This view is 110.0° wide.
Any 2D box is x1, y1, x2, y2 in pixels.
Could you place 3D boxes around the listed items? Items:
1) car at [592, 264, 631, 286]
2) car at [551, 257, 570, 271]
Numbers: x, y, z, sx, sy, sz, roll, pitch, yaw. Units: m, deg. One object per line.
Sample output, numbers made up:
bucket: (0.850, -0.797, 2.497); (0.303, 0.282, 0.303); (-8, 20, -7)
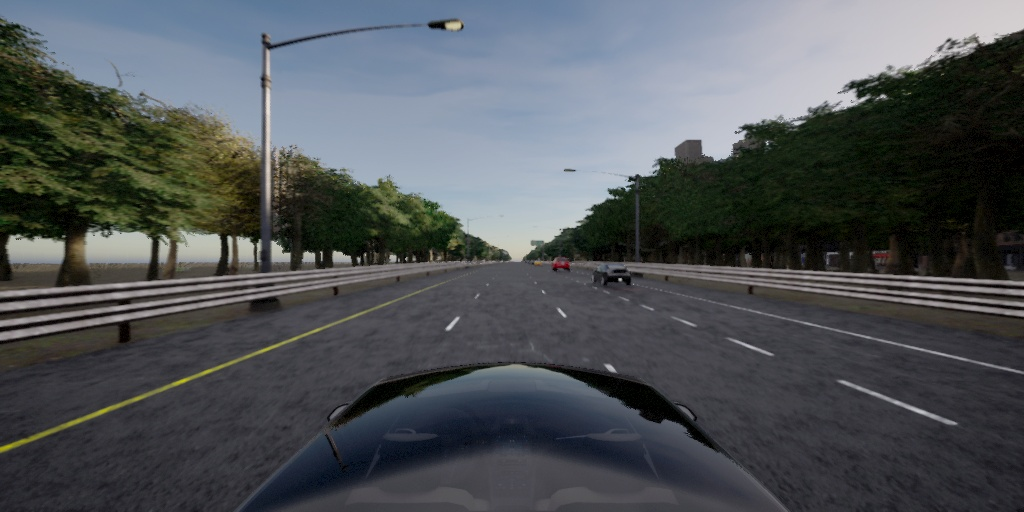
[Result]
car: (7.021, 1.287, 25.658); (1.837, 1.490, 4.892); (0, 0, 0)
car: (7.119, 1.208, 52.830); (2.150, 2.045, 5.566); (0, -1, 0)
